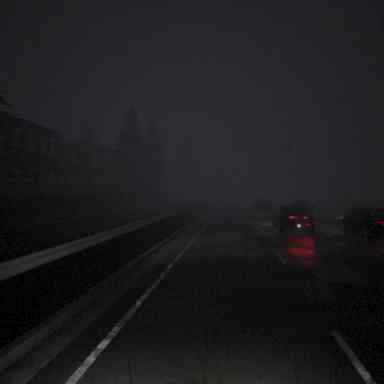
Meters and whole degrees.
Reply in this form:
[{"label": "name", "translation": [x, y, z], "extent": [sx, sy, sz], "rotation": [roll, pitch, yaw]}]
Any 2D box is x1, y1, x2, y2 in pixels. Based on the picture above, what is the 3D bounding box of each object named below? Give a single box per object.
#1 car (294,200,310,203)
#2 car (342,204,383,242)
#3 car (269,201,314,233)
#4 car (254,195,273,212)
[{"label": "car", "translation": [11.485, 1.556, 35.274], "extent": [1.882, 1.535, 5.008], "rotation": [1, 0, 7]}, {"label": "car", "translation": [9.145, 1.558, 16.761], "extent": [1.882, 1.535, 5.008], "rotation": [1, 0, 7]}, {"label": "car", "translation": [6.055, 1.543, 20.228], "extent": [1.837, 1.490, 4.892], "rotation": [1, 0, 7]}, {"label": "car", "translation": [8.526, 1.513, 39.775], "extent": [1.882, 1.535, 5.008], "rotation": [1, 0, 7]}]
